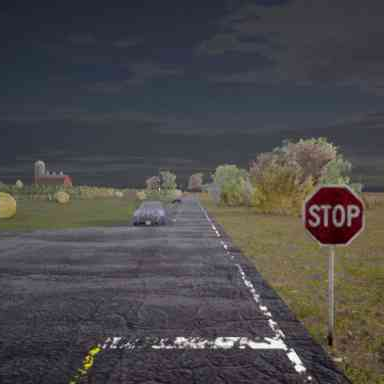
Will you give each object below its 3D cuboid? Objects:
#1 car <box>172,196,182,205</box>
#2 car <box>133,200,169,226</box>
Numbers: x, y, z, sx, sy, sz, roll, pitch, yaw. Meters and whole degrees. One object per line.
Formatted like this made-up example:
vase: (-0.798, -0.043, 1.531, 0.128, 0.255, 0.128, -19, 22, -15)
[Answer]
car: (-2.704, 1.513, 61.088, 2.033, 1.411, 5.357, 0, 0, 0)
car: (-2.733, 1.350, 23.047, 2.097, 1.767, 4.553, 0, 0, 0)
